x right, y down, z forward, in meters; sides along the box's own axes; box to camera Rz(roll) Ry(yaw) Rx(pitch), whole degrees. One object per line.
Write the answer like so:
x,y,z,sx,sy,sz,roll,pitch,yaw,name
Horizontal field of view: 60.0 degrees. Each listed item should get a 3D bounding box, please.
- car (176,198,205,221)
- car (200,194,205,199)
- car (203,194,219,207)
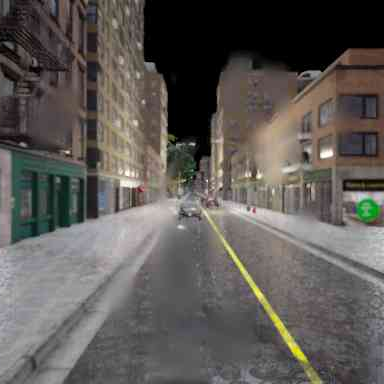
-0.169,1.488,27.504,1.837,1.490,4.892,0,0,0,car
2.830,1.309,73.850,2.097,1.767,4.553,0,0,0,car
2.980,1.500,50.089,1.812,1.442,4.674,0,0,0,car
